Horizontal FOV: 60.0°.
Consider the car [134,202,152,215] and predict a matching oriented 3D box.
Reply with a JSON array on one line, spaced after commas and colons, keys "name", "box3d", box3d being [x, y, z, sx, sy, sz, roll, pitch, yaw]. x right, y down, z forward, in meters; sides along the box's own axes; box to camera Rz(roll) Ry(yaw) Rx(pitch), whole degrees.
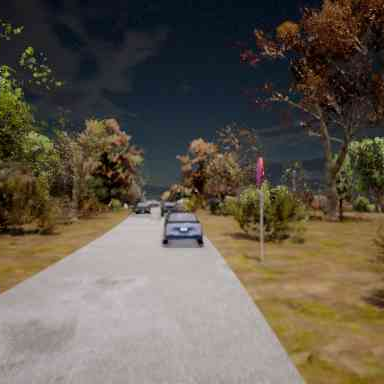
[{"name": "car", "box3d": [-5.801, 1.925, 39.671, 2.033, 1.411, 5.357, 0, -1, -7]}]

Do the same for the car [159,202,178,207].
[{"name": "car", "box3d": [-2.573, 1.849, 37.260, 1.837, 1.490, 4.892, 0, -1, -7]}]

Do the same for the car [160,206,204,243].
[{"name": "car", "box3d": [-0.513, 1.633, 16.479, 2.033, 1.411, 5.357, 0, -1, -4]}]
